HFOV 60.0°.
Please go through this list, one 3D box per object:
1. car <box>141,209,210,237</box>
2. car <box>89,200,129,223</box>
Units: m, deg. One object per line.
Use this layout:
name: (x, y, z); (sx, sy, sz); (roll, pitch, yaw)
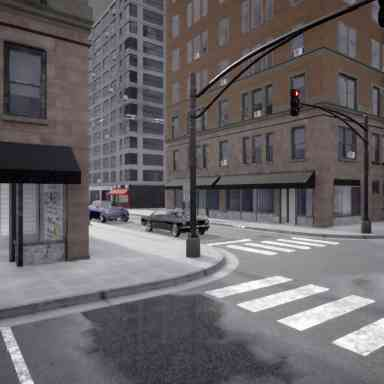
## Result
car: (-1.046, 1.665, 18.813); (1.895, 1.301, 4.718); (0, 0, -35)
car: (-6.812, 1.460, 26.815); (2.097, 1.767, 4.553); (0, 0, -36)
